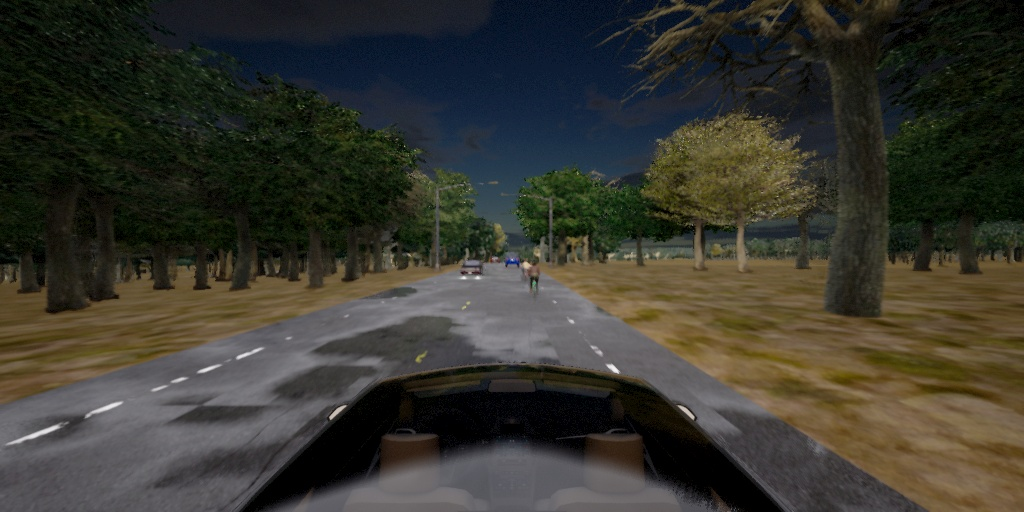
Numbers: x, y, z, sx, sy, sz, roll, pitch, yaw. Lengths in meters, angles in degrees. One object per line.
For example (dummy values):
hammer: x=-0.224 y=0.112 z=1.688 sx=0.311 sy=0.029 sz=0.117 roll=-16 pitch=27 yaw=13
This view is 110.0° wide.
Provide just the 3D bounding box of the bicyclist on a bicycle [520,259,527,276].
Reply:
bicyclist on a bicycle: x=0.970 y=0.997 z=25.676 sx=0.866 sy=1.612 sz=1.509 roll=0 pitch=0 yaw=0

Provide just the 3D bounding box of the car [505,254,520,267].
car: x=0.064 y=0.634 z=54.749 sx=2.150 sy=2.045 sz=5.566 roll=0 pitch=1 yaw=0

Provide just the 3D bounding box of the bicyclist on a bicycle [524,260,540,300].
bicyclist on a bicycle: x=0.959 y=1.085 z=15.504 sx=0.582 sy=1.620 sz=1.656 roll=0 pitch=0 yaw=0

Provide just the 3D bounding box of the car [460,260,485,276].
car: x=-3.585 y=1.055 z=33.361 sx=2.033 sy=1.411 sz=5.357 roll=0 pitch=0 yaw=0
